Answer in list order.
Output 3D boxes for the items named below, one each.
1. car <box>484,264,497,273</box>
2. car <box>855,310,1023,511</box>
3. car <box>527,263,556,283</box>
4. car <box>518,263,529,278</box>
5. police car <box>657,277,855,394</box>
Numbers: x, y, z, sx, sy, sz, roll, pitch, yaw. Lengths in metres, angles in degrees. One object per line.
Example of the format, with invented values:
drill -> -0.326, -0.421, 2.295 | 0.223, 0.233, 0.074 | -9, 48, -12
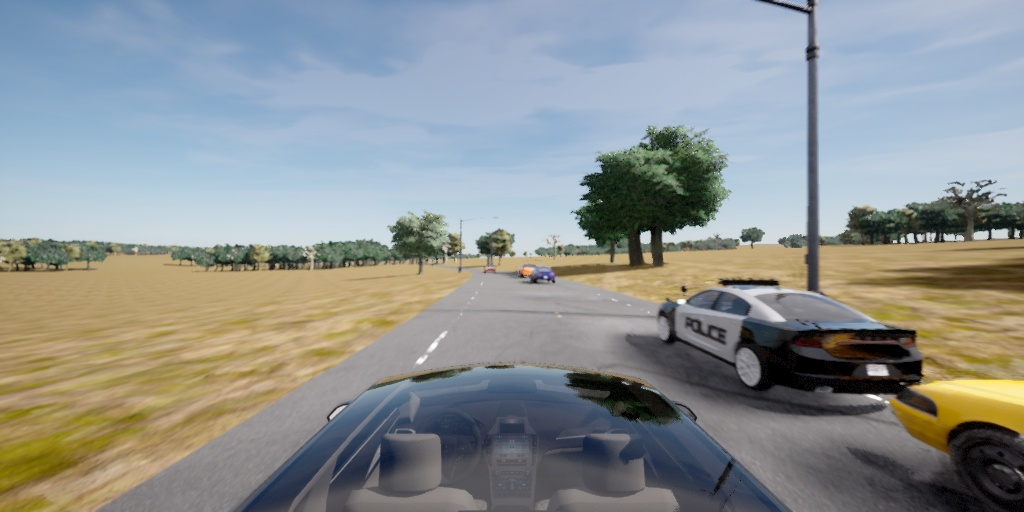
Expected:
car -> -3.846, 2.155, 63.637 | 2.097, 1.767, 4.553 | 0, -1, -7
car -> 4.548, 1.220, 1.108 | 1.801, 1.575, 5.366 | 0, 0, 0
car -> 2.679, 1.635, 31.939 | 1.812, 1.442, 4.674 | 0, -1, -3
car -> 1.912, 1.685, 43.336 | 2.097, 1.767, 4.553 | 0, -1, -5
police car -> 4.536, 1.239, 7.063 | 1.930, 1.638, 5.238 | 0, 0, 0
